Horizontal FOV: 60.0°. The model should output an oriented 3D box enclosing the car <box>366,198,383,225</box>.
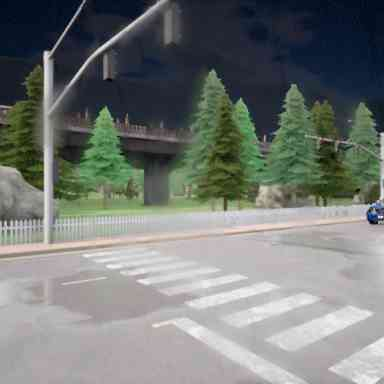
[{"bbox_3d":[14.176,1.209,22.660,5.566,2.045,2.150,0,0,-35],"label":"car"}]
